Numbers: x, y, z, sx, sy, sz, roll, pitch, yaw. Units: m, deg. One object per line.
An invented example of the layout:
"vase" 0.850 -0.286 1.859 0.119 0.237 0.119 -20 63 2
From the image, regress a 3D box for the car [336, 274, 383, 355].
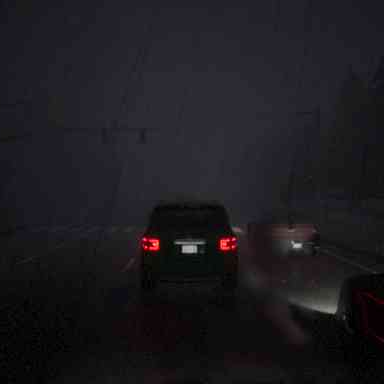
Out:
"car" 3.425 1.562 3.884 1.994 1.385 4.181 0 0 -1

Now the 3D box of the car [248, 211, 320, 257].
"car" 3.333 1.485 12.972 2.128 1.511 4.902 0 0 0

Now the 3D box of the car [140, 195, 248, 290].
"car" -0.100 1.217 9.215 2.150 2.045 5.566 0 0 -1
